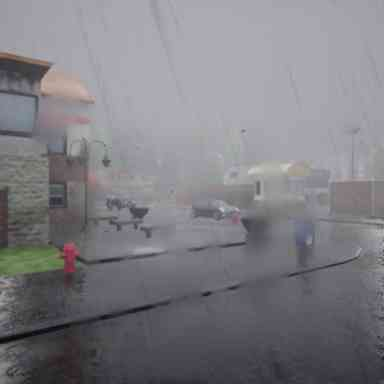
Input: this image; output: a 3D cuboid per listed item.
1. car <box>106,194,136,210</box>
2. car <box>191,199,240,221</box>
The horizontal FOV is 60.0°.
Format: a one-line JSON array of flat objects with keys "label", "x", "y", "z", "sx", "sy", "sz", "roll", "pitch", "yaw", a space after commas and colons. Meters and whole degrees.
[{"label": "car", "x": -9.268, "y": 1.232, "z": 43.228, "sx": 2.150, "sy": 2.045, "sz": 5.566, "roll": 0, "pitch": 0, "yaw": -36}, {"label": "car", "x": 1.879, "y": 1.364, "z": 27.461, "sx": 2.097, "sy": 1.767, "sz": 4.553, "roll": 0, "pitch": 0, "yaw": -35}]
